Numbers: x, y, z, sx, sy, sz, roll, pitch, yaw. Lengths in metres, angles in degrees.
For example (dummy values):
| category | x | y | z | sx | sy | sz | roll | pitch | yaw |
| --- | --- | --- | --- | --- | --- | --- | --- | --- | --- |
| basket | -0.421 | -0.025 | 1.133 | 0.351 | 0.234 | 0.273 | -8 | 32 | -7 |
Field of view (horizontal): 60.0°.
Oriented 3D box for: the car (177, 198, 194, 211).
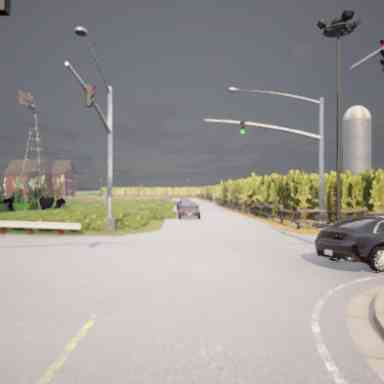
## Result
| category | x | y | z | sx | sy | sz | roll | pitch | yaw |
| --- | --- | --- | --- | --- | --- | --- | --- | --- | --- |
| car | -0.850 | 1.508 | 40.469 | 1.994 | 1.385 | 4.181 | 0 | 0 | -2 |

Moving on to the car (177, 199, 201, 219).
| category | x | y | z | sx | sy | sz | roll | pitch | yaw |
| --- | --- | --- | --- | --- | --- | --- | --- | --- | --- |
| car | -0.295 | 1.496 | 28.792 | 1.812 | 1.442 | 4.674 | 0 | 0 | -3 |

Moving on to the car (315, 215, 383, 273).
| category | x | y | z | sx | sy | sz | roll | pitch | yaw |
| --- | --- | --- | --- | --- | --- | --- | --- | --- | --- |
| car | 6.261 | 1.517 | 10.594 | 4.892 | 1.490 | 1.837 | 0 | -3 | -21 |
